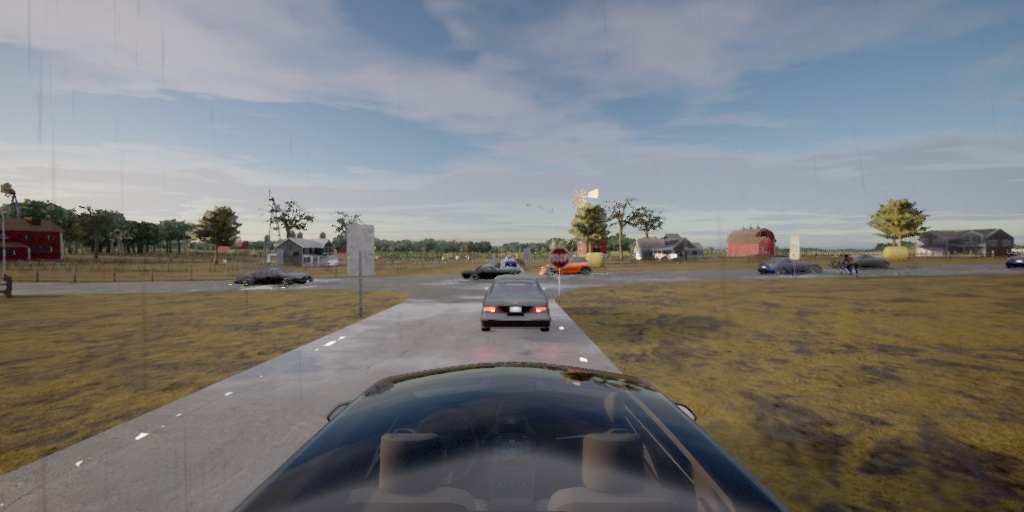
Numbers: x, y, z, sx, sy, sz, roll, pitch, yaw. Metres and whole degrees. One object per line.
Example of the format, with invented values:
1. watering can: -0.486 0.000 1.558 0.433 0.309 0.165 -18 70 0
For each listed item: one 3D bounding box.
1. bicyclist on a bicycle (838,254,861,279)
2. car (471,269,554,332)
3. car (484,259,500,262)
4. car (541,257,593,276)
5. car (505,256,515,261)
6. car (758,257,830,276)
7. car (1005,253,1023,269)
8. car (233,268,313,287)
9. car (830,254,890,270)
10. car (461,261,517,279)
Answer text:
1. bicyclist on a bicycle: 22.825 0.724 24.313 0.582 1.620 1.656 -1 0 0
2. car: 0.100 1.286 10.835 2.033 1.411 5.357 0 0 0
3. car: -3.021 1.226 48.984 1.837 1.490 4.892 0 -1 -1
4. car: 4.745 0.912 31.878 4.553 1.767 2.097 -2 0 0
5. car: -0.207 1.199 59.511 1.882 1.535 5.008 0 0 0
6. car: 21.817 0.792 28.203 4.181 1.385 1.994 -1 1 0
7. car: 41.983 0.328 28.256 4.181 1.385 1.994 -1 1 0
8. car: -18.684 1.650 28.111 5.357 1.411 2.033 -1 1 0
9. car: 30.813 0.505 31.926 4.181 1.385 1.994 -1 1 0
10. car: -1.517 1.322 28.181 4.718 1.301 1.895 -1 0 0
